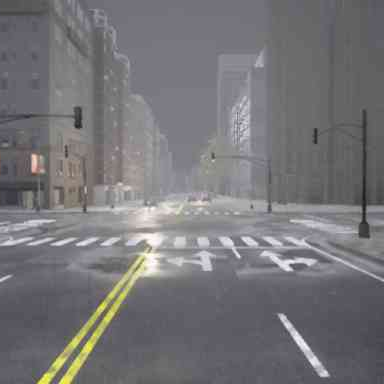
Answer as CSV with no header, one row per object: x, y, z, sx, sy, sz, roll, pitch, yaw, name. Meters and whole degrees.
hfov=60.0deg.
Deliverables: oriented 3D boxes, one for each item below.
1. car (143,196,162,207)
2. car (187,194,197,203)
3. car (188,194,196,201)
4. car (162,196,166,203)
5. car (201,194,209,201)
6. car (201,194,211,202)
-6.545,1.517,52.825,2.128,1.511,4.902,0,0,0,car
0.022,1.547,73.155,2.128,1.511,4.902,0,0,0,car
0.025,1.356,83.576,1.837,1.490,4.892,0,0,0,car
-6.479,1.569,68.501,2.033,1.411,5.357,0,0,0,car
3.275,1.334,83.575,1.882,1.535,5.008,0,0,0,car
3.272,1.546,73.571,1.812,1.442,4.674,0,0,0,car
